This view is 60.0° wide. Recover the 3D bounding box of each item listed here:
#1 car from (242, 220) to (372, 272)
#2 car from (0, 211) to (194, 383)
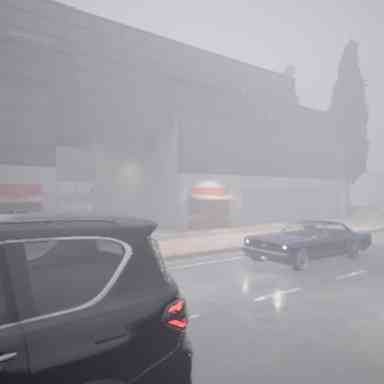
[{"bbox_3d":[3.899,1.626,11.058,4.718,1.301,1.895,0,0,-35],"label":"car"},{"bbox_3d":[-2.589,1.217,2.143,5.566,2.045,2.150,0,0,-36],"label":"car"}]
